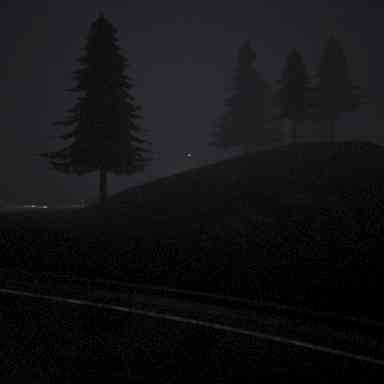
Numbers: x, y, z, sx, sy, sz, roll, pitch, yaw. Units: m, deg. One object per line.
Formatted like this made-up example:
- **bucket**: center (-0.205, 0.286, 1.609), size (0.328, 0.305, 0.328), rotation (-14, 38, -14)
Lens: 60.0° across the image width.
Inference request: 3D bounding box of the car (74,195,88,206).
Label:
- **car**: center (-17.532, 1.349, 55.333), size (2.097, 1.767, 4.553), rotation (0, 0, 20)

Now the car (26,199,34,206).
- **car**: center (-25.137, 1.569, 54.914), size (1.994, 1.385, 4.181), rotation (0, 0, 20)

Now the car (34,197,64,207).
- **car**: center (-22.242, 1.567, 52.637), size (1.994, 1.385, 4.181), rotation (0, 0, 20)

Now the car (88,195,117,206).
- **car**: center (-14.236, 1.346, 54.156), size (2.097, 1.767, 4.553), rotation (0, 0, 20)

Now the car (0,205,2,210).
- **car**: center (-21.655, 1.534, 33.628), size (1.812, 1.442, 4.674), rotation (0, 0, 21)
